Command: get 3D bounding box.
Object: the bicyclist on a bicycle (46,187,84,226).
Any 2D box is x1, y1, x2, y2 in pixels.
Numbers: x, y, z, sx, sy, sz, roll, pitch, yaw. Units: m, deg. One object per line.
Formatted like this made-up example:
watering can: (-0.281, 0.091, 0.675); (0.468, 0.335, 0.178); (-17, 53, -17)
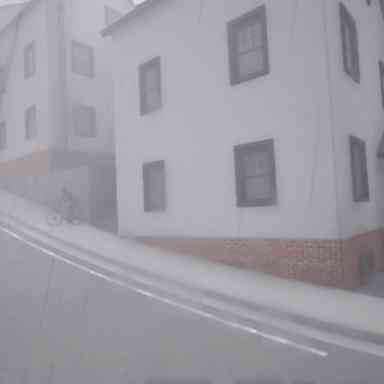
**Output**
bicyclist on a bicycle: (-5.194, 0.607, 13.775); (0.582, 1.620, 1.656); (8, 5, 43)
